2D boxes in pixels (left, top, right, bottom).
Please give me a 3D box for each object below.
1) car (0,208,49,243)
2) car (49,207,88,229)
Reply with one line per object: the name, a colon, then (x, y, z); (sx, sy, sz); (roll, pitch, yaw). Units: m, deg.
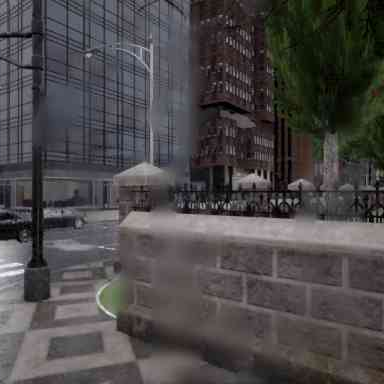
car: (-9.034, 1.549, 14.313); (1.837, 1.490, 4.892); (0, 0, 31)
car: (-8.431, 1.631, 20.209); (2.008, 1.369, 4.403); (0, -1, 36)
